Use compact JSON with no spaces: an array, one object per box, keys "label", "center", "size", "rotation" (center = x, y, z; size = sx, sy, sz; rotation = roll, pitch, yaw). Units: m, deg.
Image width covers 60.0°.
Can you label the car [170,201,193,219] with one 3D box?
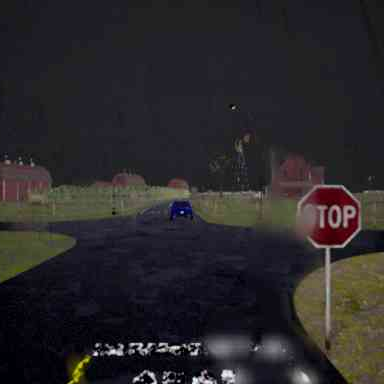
[{"label":"car","center":[-0.975,1.517,29.888],"size":[1.882,1.535,5.008],"rotation":[0,0,-3]}]
